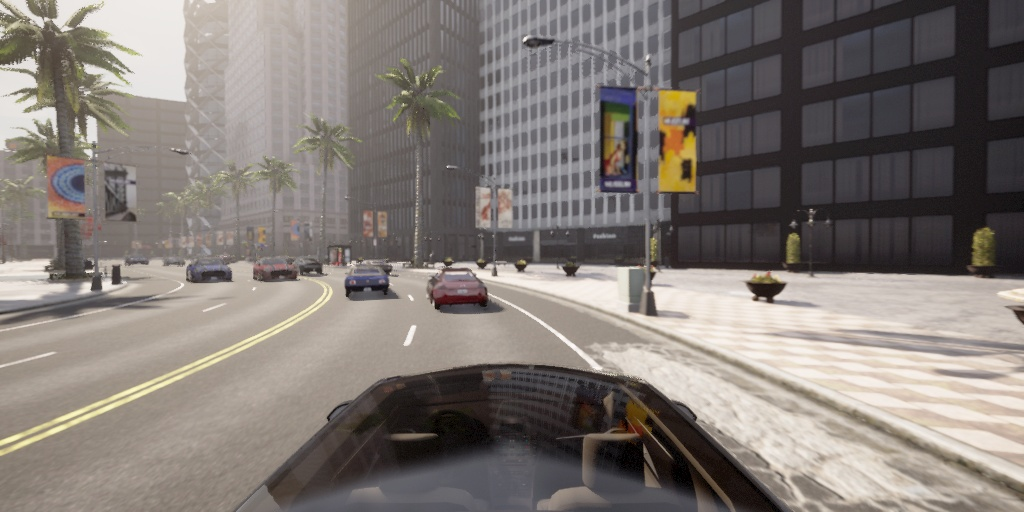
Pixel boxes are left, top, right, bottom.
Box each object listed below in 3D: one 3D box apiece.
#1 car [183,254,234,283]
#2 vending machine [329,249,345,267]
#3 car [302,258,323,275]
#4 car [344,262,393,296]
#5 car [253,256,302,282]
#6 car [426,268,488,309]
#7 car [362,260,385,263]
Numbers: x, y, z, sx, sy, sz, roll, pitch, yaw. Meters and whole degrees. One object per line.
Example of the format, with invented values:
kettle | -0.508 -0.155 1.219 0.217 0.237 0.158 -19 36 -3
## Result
car | -21.285 0.890 25.189 4.553 1.767 2.097 0 1 43
vending machine | -25.317 0.395 51.796 0.880 2.100 1.100 0 0 38
car | -18.947 0.931 32.670 4.892 1.490 1.837 0 1 41
car | -7.326 1.168 17.912 1.895 1.301 4.718 -1 1 -24
car | -17.159 0.860 25.940 2.097 1.767 4.553 -1 1 -44
car | -2.286 1.157 14.221 1.994 1.385 4.181 0 1 -17
car | -12.287 1.013 31.255 1.895 1.301 4.718 -1 1 -44
